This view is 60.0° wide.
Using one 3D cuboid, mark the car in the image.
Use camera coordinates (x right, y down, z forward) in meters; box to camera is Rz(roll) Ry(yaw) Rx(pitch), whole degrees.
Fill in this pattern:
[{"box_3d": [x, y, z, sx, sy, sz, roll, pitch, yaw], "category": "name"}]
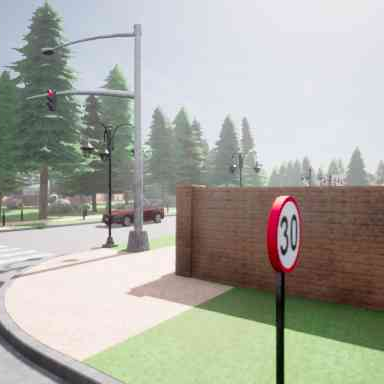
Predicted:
[{"box_3d": [-3.987, 1.471, 23.135, 1.882, 1.535, 5.008, 0, 0, 35], "category": "car"}]
